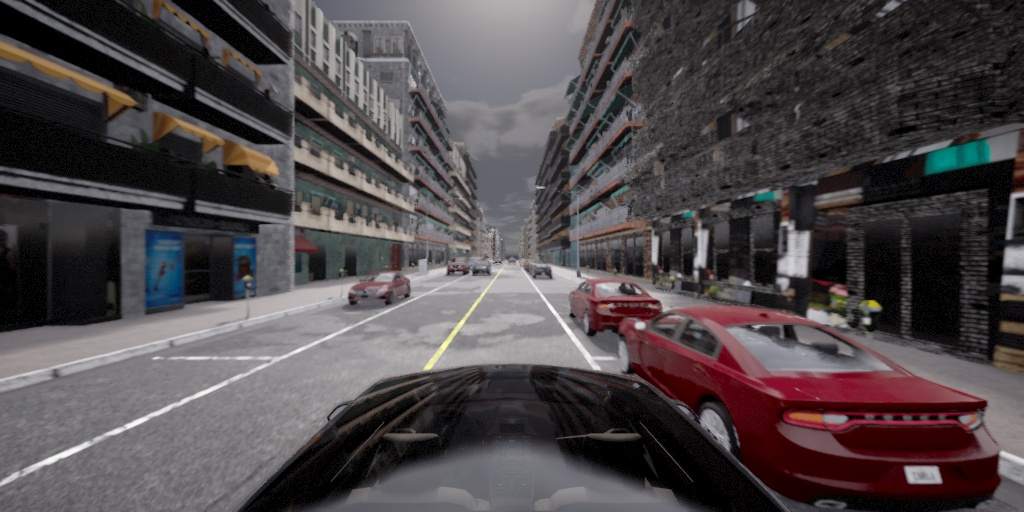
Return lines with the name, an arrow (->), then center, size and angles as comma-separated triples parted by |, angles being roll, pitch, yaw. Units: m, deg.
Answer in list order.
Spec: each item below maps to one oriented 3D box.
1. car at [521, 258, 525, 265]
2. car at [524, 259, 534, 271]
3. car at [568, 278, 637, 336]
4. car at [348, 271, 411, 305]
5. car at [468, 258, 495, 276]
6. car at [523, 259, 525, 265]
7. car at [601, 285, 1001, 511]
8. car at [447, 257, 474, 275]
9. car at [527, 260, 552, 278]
car -> 2.695, 1.176, 49.873 | 1.967, 1.591, 4.097 | 0, 0, 0
car -> 2.694, 1.288, 38.550 | 2.007, 1.370, 4.403 | 0, 0, 0
car -> 2.692, 1.291, 10.238 | 1.888, 1.381, 4.507 | 0, 0, 0
car -> -5.689, 1.327, 15.921 | 1.802, 1.307, 4.207 | 0, 0, 0
car -> -3.086, 1.245, 37.379 | 1.837, 1.490, 4.892 | 0, 0, 0
car -> 2.694, 1.281, 44.213 | 1.888, 1.381, 4.507 | 0, 0, 0
car -> 2.691, 1.294, 4.576 | 1.888, 1.381, 4.507 | 0, 0, 0
car -> -5.687, 1.053, 38.572 | 2.192, 1.841, 5.009 | 0, 0, 0
car -> 2.693, 1.290, 32.888 | 2.007, 1.370, 4.403 | 0, 0, 0
